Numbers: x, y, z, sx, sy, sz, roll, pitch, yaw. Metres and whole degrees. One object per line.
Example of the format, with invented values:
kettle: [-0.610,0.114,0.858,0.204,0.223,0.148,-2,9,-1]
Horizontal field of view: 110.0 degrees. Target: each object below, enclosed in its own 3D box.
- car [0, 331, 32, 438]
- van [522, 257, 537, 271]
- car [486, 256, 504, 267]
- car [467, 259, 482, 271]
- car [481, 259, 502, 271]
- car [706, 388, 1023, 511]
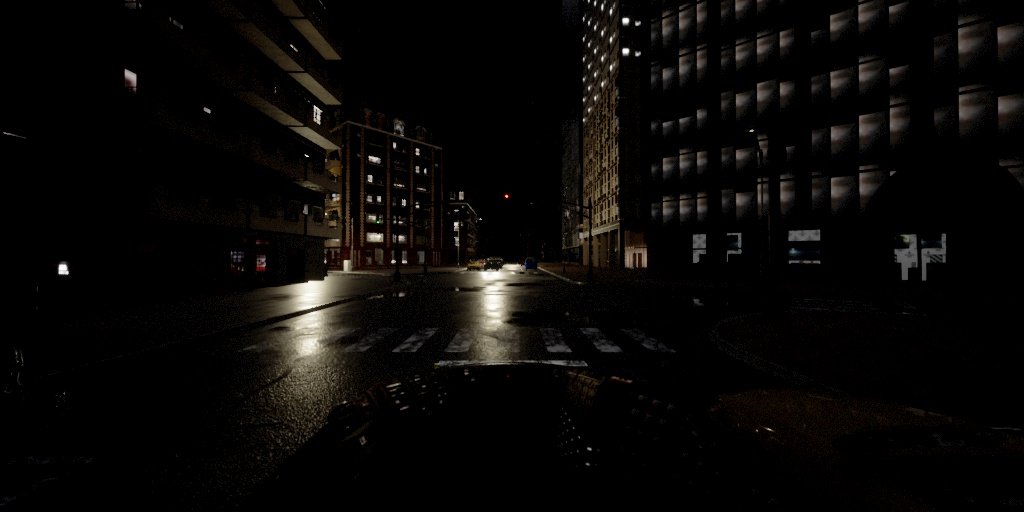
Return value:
car: [-5.318,1.064,1.088,2.192,1.841,5.009,0,0,0]
van: [2.625,1.137,50.077,1.690,1.789,3.998,0,0,0]
car: [-2.765,1.037,59.164,2.150,2.045,5.566,0,0,0]
car: [-5.255,1.321,49.917,1.751,1.417,4.829,0,0,0]
car: [-2.789,1.395,49.240,1.895,1.301,4.718,0,0,0]
car: [2.563,1.275,1.254,1.751,1.417,4.829,0,0,0]
